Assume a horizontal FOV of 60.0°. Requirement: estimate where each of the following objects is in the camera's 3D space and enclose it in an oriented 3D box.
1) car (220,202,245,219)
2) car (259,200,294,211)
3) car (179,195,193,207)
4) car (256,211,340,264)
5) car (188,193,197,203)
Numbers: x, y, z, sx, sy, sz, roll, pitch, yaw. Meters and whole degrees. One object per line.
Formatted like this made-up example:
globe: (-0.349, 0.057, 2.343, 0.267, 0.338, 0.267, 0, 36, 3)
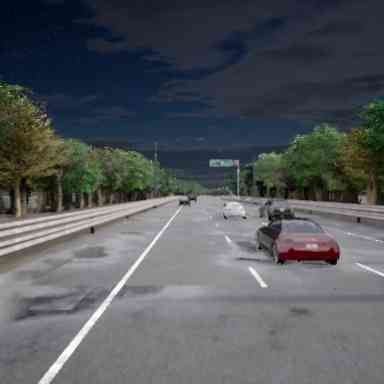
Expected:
car: (3.601, 1.617, 29.659, 1.812, 1.442, 4.674, 0, 0, 0)
car: (7.100, 1.438, 28.313, 2.097, 1.767, 4.553, 0, 0, 0)
car: (-1.224, 1.677, 56.729, 1.882, 1.535, 5.008, 0, 0, 0)
car: (3.601, 1.600, 11.998, 1.994, 1.385, 4.181, 0, 0, 0)
car: (0.002, 1.331, 75.784, 2.150, 2.045, 5.566, 0, 0, 0)
